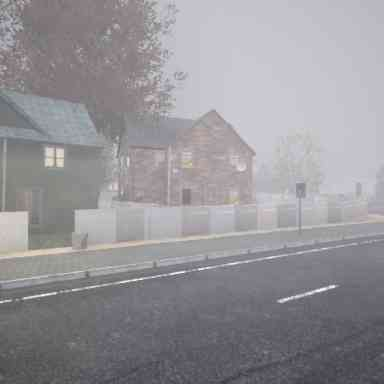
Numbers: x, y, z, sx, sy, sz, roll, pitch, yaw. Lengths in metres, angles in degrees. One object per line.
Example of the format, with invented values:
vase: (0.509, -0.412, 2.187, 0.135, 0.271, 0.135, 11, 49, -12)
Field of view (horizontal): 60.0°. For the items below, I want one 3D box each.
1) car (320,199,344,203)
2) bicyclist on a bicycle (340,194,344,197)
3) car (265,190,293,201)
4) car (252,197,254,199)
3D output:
car: (15.538, 1.177, 36.542, 2.128, 1.511, 4.902, 1, 0, -20)
bicyclist on a bicycle: (19.397, 1.035, 43.116, 1.656, 1.620, 0.582, 1, 0, -20)
car: (12.131, 0.751, 45.961, 2.150, 2.045, 5.566, 1, 0, -20)
car: (8.499, 0.910, 56.009, 2.033, 1.411, 5.357, 1, 0, -19)
